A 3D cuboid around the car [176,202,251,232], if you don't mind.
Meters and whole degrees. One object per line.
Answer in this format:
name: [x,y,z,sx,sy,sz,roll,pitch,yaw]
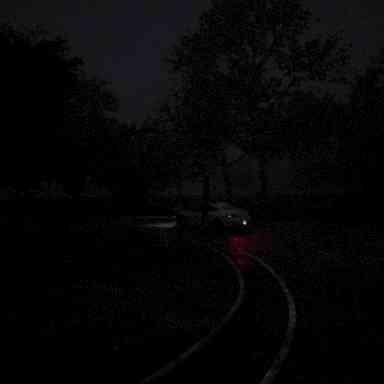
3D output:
car: [1.084,1.298,18.437,1.812,1.442,4.674,-2,2,-42]
